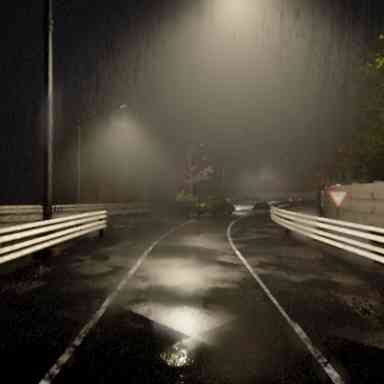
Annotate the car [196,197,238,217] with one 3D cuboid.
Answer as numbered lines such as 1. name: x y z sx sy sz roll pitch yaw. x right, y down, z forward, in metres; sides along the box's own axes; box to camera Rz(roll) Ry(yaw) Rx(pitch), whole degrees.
1. car: 2.528 1.523 35.793 2.150 2.045 5.566 0 -1 33

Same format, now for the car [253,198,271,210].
1. car: 10.678 1.996 50.485 1.994 1.385 4.181 0 -1 25
